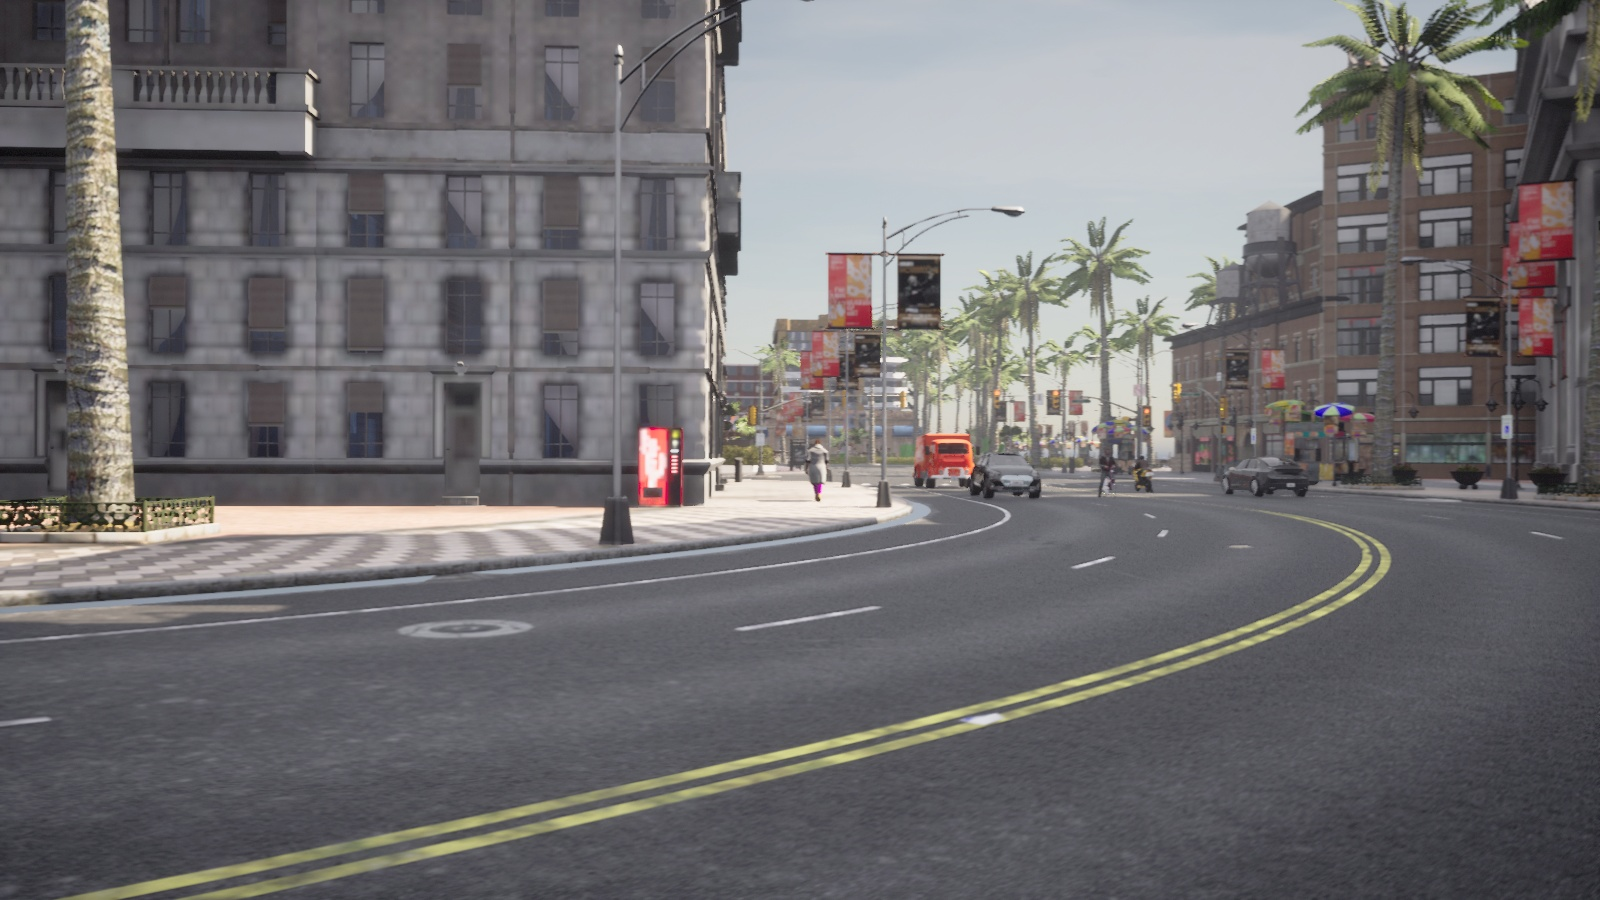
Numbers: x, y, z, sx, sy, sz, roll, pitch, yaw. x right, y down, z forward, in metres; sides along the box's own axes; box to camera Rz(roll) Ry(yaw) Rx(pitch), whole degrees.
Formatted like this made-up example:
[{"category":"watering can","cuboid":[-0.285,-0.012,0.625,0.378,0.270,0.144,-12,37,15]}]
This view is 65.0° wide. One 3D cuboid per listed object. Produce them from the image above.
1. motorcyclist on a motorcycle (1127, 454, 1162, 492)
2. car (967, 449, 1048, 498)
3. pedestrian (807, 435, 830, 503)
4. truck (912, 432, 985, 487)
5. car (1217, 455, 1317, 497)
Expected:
[{"category":"motorcyclist on a motorcycle","cuboid":[14.156,0.926,51.614,0.797,1.523,2.044,0,0,-2]},{"category":"car","cuboid":[7.368,0.836,45.032,2.033,1.649,4.856,0,-1,-1]},{"category":"pedestrian","cuboid":[0.535,0.554,36.382,0.659,1.952,0.873,0,0,-1]},{"category":"truck","cuboid":[6.854,0.469,58.575,2.627,2.467,5.204,0,-1,-2]},{"category":"car","cuboid":[17.768,0.941,47.993,1.837,1.490,4.892,0,0,-2]}]
